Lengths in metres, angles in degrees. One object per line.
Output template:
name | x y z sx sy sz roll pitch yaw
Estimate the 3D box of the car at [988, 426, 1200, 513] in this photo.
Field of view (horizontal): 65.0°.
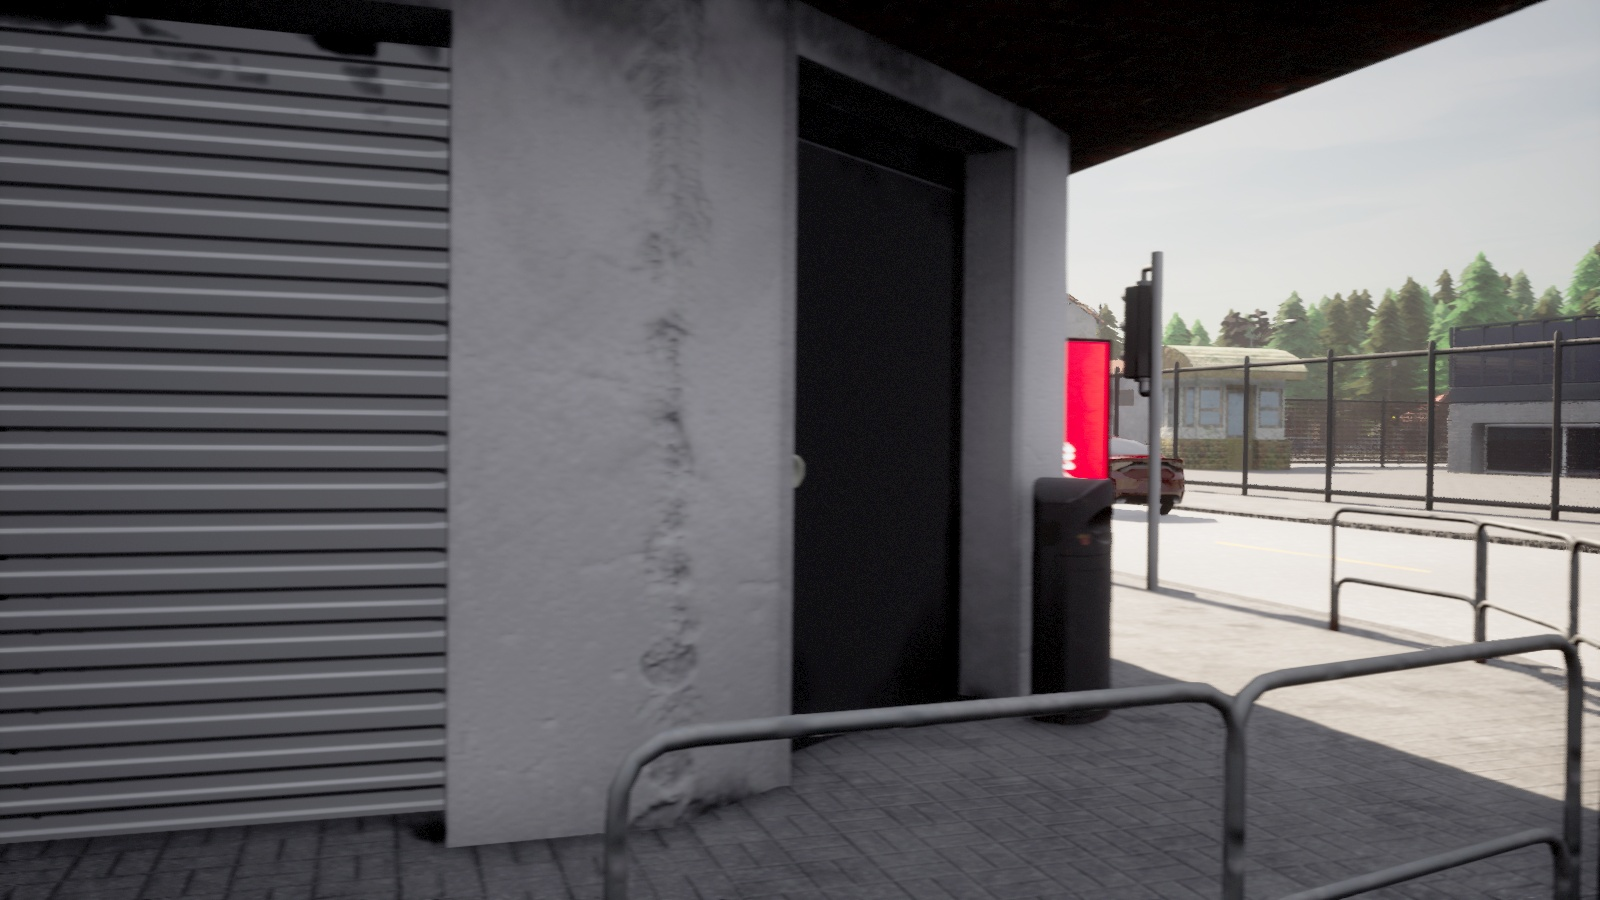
car | 5.706 0.318 25.152 1.882 1.535 5.008 -1 1 -17
